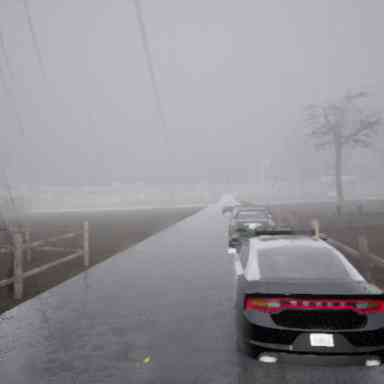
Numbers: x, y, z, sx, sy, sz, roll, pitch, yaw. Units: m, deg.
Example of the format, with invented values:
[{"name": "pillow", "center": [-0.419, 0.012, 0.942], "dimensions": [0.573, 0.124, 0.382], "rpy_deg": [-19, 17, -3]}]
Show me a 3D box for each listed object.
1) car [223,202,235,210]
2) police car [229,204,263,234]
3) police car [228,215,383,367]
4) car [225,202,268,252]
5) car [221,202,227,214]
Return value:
[{"name": "car", "center": [6.380, 2.369, 57.000], "dimensions": [1.895, 1.301, 4.718], "rpy_deg": [-1, -1, 6]}, {"name": "police car", "center": [3.441, 1.692, 22.195], "dimensions": [1.930, 1.638, 5.238], "rpy_deg": [-1, -1, 6]}, {"name": "police car", "center": [1.719, 1.474, 6.281], "dimensions": [1.930, 1.638, 5.238], "rpy_deg": [-1, -1, 6]}, {"name": "car", "center": [2.778, 1.527, 16.090], "dimensions": [2.097, 1.767, 4.553], "rpy_deg": [-1, -1, 6]}, {"name": "car", "center": [4.949, 2.120, 43.646], "dimensions": [1.812, 1.442, 4.674], "rpy_deg": [-1, -1, 6]}]
